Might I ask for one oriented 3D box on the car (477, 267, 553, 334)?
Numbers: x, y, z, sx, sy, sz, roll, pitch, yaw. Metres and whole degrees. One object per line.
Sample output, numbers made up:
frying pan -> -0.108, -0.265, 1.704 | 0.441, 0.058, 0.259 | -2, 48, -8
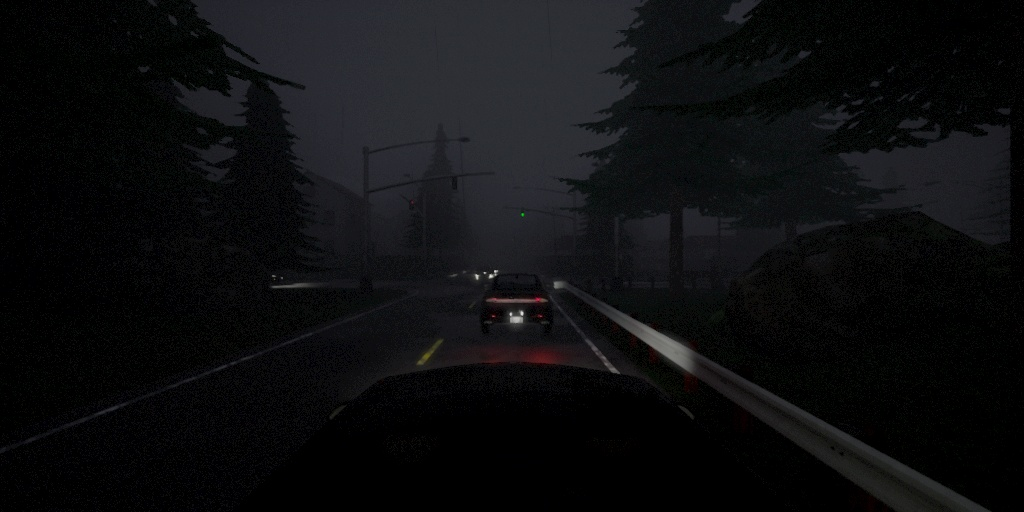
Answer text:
car -> 0.140, 1.265, 10.748 | 2.128, 1.511, 4.902 | 0, 0, 1

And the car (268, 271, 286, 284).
car -> -18.602, 1.298, 25.244 | 4.892, 1.490, 1.837 | 0, 0, 1

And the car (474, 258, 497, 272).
car -> -3.219, 1.333, 43.991 | 1.882, 1.535, 5.008 | 0, 0, 1

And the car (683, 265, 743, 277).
car -> 15.553, 1.402, 28.370 | 4.718, 1.301, 1.895 | 0, 0, 1
